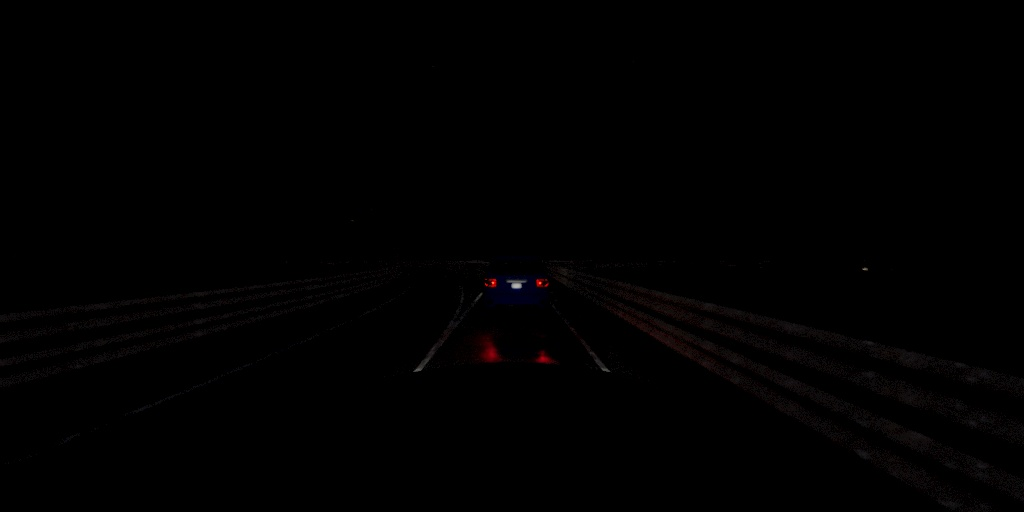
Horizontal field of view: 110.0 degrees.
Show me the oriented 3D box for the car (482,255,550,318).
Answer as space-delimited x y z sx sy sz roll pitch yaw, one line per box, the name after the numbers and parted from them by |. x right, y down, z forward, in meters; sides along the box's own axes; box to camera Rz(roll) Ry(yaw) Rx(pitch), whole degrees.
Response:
0.132 0.991 13.292 2.150 2.045 5.566 0 0 0 | car
